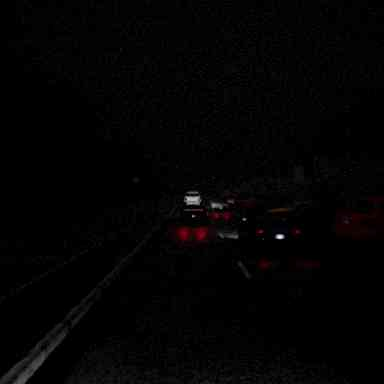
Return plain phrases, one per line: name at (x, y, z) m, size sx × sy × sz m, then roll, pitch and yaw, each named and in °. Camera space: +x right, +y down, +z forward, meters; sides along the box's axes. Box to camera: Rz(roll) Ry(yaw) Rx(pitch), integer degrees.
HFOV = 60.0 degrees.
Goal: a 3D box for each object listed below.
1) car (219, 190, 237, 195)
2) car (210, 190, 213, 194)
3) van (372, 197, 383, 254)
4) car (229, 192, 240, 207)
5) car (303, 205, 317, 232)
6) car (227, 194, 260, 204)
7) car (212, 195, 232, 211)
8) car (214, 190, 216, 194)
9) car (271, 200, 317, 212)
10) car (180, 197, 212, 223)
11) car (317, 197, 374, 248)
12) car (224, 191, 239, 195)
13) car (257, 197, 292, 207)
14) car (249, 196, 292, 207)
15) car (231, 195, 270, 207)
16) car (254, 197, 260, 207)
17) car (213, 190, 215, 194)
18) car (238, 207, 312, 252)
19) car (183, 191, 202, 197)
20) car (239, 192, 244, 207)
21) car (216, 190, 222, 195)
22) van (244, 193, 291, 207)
car at (8.080, 0.952, 60.734) m, size 4.892 × 1.521 × 2.231 m, roll 1°, pitch 1°, yaw -20°
car at (7.898, 0.742, 81.547) m, size 5.366 × 1.575 × 1.946 m, roll 1°, pitch 1°, yaw -20°
van at (7.965, 1.252, 9.972) m, size 4.442 × 1.987 × 1.878 m, roll 1°, pitch 0°, yaw -20°
car at (7.896, 1.200, 42.781) m, size 5.366 × 1.575 × 1.946 m, roll 0°, pitch 1°, yaw -20°
car at (8.066, 1.507, 15.987) m, size 4.674 × 1.452 × 2.002 m, roll 1°, pitch 0°, yaw -20°
car at (8.066, 1.107, 51.795) m, size 4.674 × 1.452 × 2.002 m, roll 0°, pitch 1°, yaw -20°
car at (3.099, 1.385, 38.089) m, size 1.895 × 1.301 × 4.718 m, roll 0°, pitch 1°, yaw 0°
car at (8.244, 0.825, 72.732) m, size 5.366 × 1.575 × 1.946 m, roll 1°, pitch 0°, yaw -20°
car at (8.042, 1.471, 21.944) m, size 4.792 × 1.488 × 2.163 m, roll 1°, pitch 1°, yaw -20°
car at (0.100, 1.421, 25.087) m, size 2.128 × 1.511 × 4.902 m, roll 0°, pitch 0°, yaw 0°
car at (8.099, 1.225, 13.015) m, size 5.566 × 2.045 × 2.435 m, roll 1°, pitch 0°, yaw -20°
car at (7.897, 1.106, 48.746) m, size 5.366 × 1.575 × 1.946 m, roll 0°, pitch 1°, yaw -20°
car at (7.898, 1.416, 24.871) m, size 5.366 × 1.575 × 1.946 m, roll 1°, pitch 1°, yaw -20°
car at (8.065, 1.406, 30.912) m, size 4.674 × 1.452 × 2.002 m, roll 1°, pitch 0°, yaw -20°
car at (8.096, 1.187, 45.843) m, size 4.792 × 1.488 × 2.163 m, roll 0°, pitch 1°, yaw -20°
car at (8.096, 1.428, 27.940) m, size 4.792 × 1.488 × 2.163 m, roll 1°, pitch 0°, yaw -20°
car at (8.096, 0.829, 75.663) m, size 4.792 × 1.488 × 2.163 m, roll 1°, pitch 0°, yaw -20°
car at (3.100, 1.548, 13.736) m, size 1.994 × 1.385 × 4.181 m, roll 0°, pitch 0°, yaw 0°
car at (0.095, 0.948, 41.711) m, size 2.150 × 2.045 × 5.566 m, roll 0°, pitch 0°, yaw 0°
car at (8.042, 1.168, 36.870) m, size 4.553 × 1.767 × 2.185 m, roll 0°, pitch 1°, yaw -20°
car at (8.099, 0.664, 63.733) m, size 5.566 × 2.045 × 2.435 m, roll 1°, pitch 0°, yaw -20°
van at (7.965, 1.107, 33.842) m, size 4.442 × 1.987 × 1.878 m, roll 0°, pitch 1°, yaw -20°
